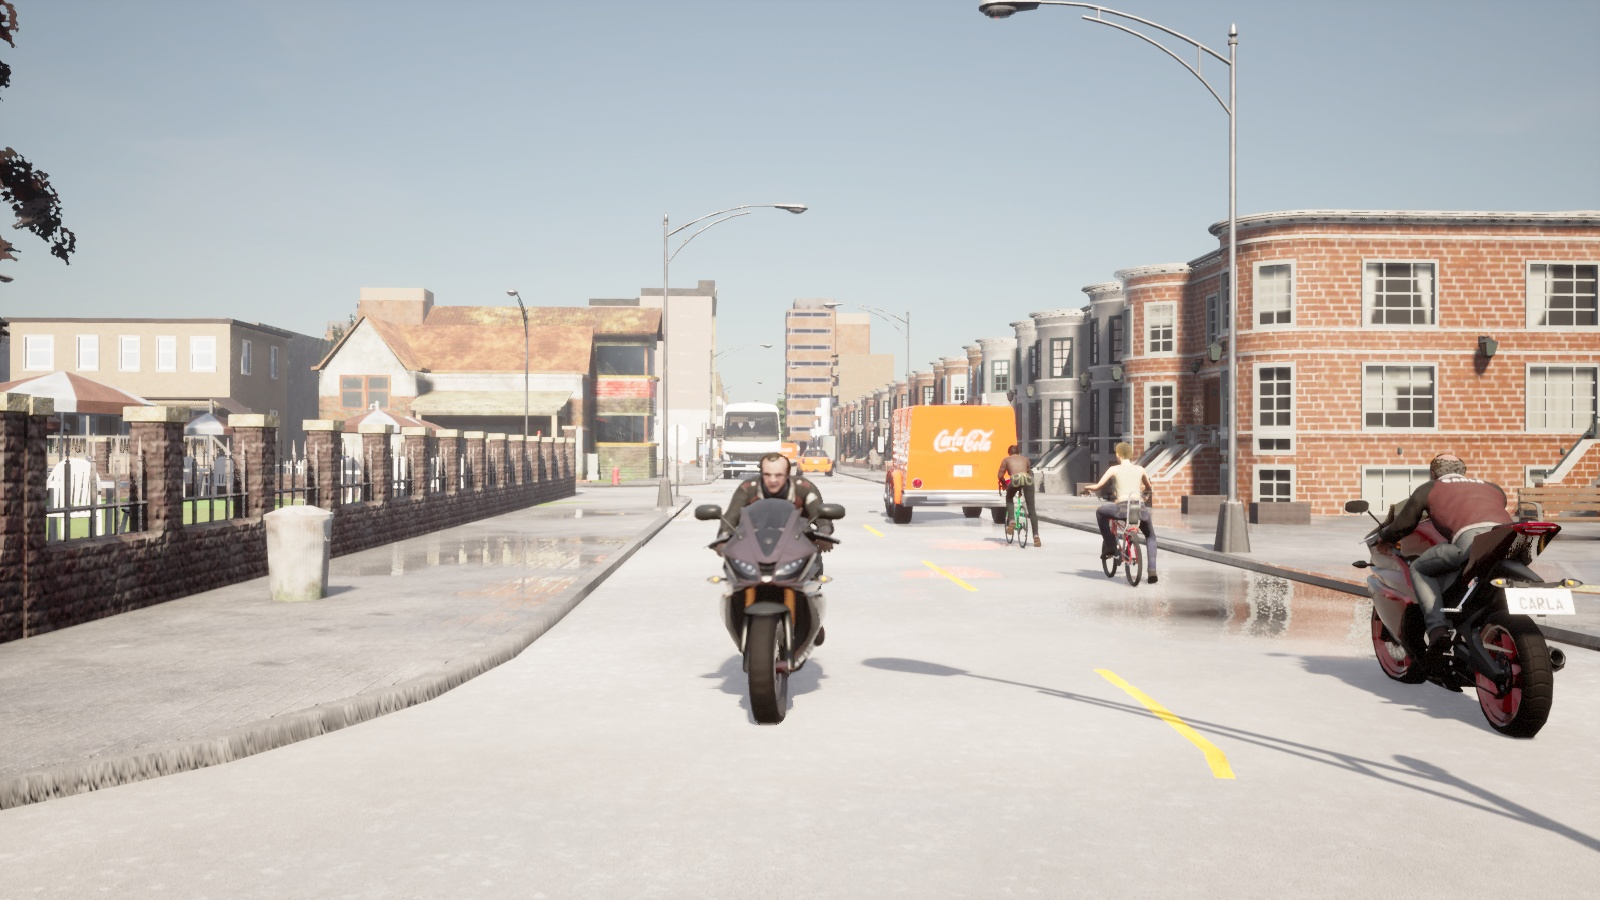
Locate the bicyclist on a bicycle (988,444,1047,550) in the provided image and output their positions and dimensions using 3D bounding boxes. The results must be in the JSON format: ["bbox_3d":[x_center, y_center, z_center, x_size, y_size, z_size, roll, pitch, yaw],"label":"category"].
[{"bbox_3d":[3.462,0.727,20.117,0.582,1.620,1.656,0,0,-2],"label":"bicyclist on a bicycle"}]

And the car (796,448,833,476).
[{"bbox_3d":[0.887,0.744,79.502,2.097,1.767,4.553,0,0,-2],"label":"car"}]

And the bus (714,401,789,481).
[{"bbox_3d":[-2.785,-0.498,71.968,3.944,4.253,10.273,0,0,-2],"label":"bus"}]

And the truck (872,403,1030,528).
[{"bbox_3d":[3.140,0.301,27.460,2.627,2.467,5.204,0,0,-2],"label":"truck"}]

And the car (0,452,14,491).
[{"bbox_3d":[-33.778,0.843,48.970,4.902,1.511,2.128,0,0,-3],"label":"car"}]

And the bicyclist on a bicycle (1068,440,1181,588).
[{"bbox_3d":[3.701,0.700,14.451,0.866,1.612,1.509,0,0,-2],"label":"bicyclist on a bicycle"}]

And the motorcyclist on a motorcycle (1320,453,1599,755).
[{"bbox_3d":[3.892,0.786,7.488,0.866,1.530,2.191,0,0,6],"label":"motorcyclist on a motorcycle"}]

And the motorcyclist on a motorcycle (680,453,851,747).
[{"bbox_3d":[-0.140,0.793,7.683,0.866,1.530,2.191,-1,0,3],"label":"motorcyclist on a motorcycle"}]
